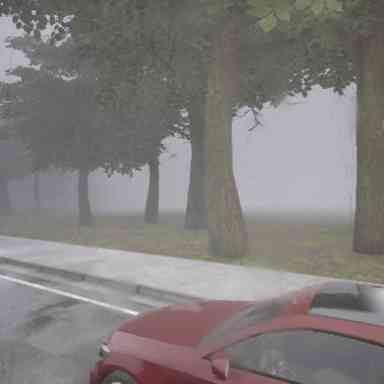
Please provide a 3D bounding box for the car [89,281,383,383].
[{"bbox_3d":[1.169,1.531,2.730,4.674,1.442,1.812,-1,0,35],"label":"car"}]
